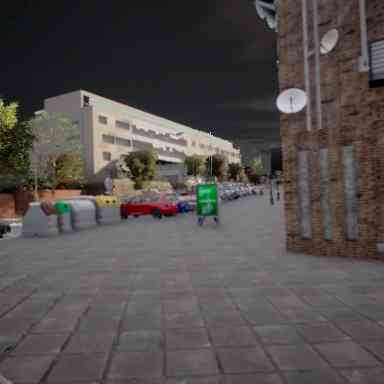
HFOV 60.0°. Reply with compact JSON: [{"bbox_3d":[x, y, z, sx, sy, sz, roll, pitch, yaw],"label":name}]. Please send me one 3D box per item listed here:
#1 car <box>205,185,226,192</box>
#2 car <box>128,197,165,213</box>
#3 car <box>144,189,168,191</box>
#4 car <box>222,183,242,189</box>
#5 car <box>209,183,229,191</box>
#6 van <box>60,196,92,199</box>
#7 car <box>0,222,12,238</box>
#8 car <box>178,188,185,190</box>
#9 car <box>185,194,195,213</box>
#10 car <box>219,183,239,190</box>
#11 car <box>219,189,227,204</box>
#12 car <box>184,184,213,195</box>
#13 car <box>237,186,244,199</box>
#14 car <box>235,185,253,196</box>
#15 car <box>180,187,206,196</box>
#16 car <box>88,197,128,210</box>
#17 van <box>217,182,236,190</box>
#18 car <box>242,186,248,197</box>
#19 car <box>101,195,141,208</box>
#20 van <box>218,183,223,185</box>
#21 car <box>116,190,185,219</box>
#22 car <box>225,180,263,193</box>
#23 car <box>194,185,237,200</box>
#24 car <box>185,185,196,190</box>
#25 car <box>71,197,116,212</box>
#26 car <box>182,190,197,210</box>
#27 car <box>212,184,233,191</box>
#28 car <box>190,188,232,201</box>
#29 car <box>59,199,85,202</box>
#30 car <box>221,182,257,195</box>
[{"bbox_3d":[5.790,-0.845,81.507,4.674,1.452,2.002,-2,2,24],"label":"car"},{"bbox_3d":[-4.974,1.417,37.169,1.895,1.301,4.718,-2,2,24],"label":"car"},{"bbox_3d":[-6.395,0.556,53.330,5.566,2.045,2.435,-2,2,24],"label":"car"},{"bbox_3d":[11.333,-1.653,94.303,4.892,1.521,2.231,-2,2,24],"label":"car"},{"bbox_3d":[6.858,-1.163,84.073,4.553,1.767,2.185,-2,2,24],"label":"car"},{"bbox_3d":[-12.962,1.495,37.939,4.442,1.987,1.878,-2,2,24],"label":"van"},{"bbox_3d":[-11.504,1.881,17.172,2.033,1.411,5.357,-2,-1,-1],"label":"car"},{"bbox_3d":[-4.275,0.383,58.363,4.553,1.767,2.185,-2,2,24],"label":"car"},{"bbox_3d":[-2.707,1.360,30.876,5.008,1.535,2.097,-2,2,24],"label":"car"},{"bbox_3d":[10.213,-1.499,91.748,4.892,1.521,2.231,-2,2,24],"label":"car"},{"bbox_3d":[0.916,0.898,38.788,5.366,1.575,1.946,-2,2,24],"label":"car"},{"bbox_3d":[1.312,-0.519,71.269,5.566,2.045,2.435,-2,2,24],"label":"car"},{"bbox_3d":[4.272,0.451,46.927,4.792,1.488,2.163,-2,2,24],"label":"car"},{"bbox_3d":[6.624,0.132,52.440,4.674,1.452,2.002,-2,2,24],"label":"car"},{"bbox_3d":[0.218,-0.085,68.721,4.792,1.488,2.163,-2,2,24],"label":"car"},{"bbox_3d":[-10.840,1.463,43.112,4.674,1.452,2.002,-2,2,24],"label":"car"},{"bbox_3d":[9.204,-1.576,89.132,4.442,1.987,1.878,-2,2,24],"label":"van"},{"bbox_3d":[5.409,0.301,49.633,4.674,1.452,2.002,-2,2,24],"label":"car"},{"bbox_3d":[-9.775,1.277,45.554,4.892,1.521,2.231,-2,2,24],"label":"car"},{"bbox_3d":[4.557,-0.952,78.986,4.442,1.987,1.878,-2,2,24],"label":"van"},{"bbox_3d":[-3.922,1.225,28.185,5.566,2.045,2.435,-2,1,24],"label":"car"},{"bbox_3d":[8.918,-0.477,57.687,5.566,2.045,2.435,-2,2,24],"label":"car"},{"bbox_3d":[3.099,0.458,44.229,4.553,1.767,2.185,-2,2,24],"label":"car"},{"bbox_3d":[-0.901,-0.086,66.157,4.553,1.767,2.185,-2,2,24],"label":"car"},{"bbox_3d":[-11.953,1.578,40.556,4.892,1.521,2.231,-2,2,24],"label":"car"},{"bbox_3d":[-1.623,1.103,33.481,4.553,1.767,2.185,-2,2,23],"label":"car"},{"bbox_3d":[7.957,-1.186,86.510,5.008,1.535,2.097,-2,2,24],"label":"car"},{"bbox_3d":[1.967,0.740,41.666,4.892,1.521,2.231,-2,2,24],"label":"car"},{"bbox_3d":[-14.166,1.853,35.416,4.892,1.521,2.231,-2,1,24],"label":"car"},{"bbox_3d":[7.754,-0.194,55.137,4.553,1.767,2.185,-2,2,24],"label":"car"}]
